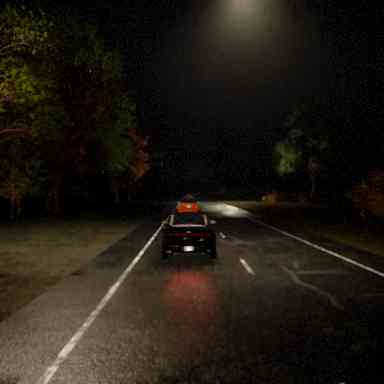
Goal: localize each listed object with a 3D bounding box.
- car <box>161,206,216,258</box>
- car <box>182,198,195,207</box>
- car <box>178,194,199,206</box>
[{"bbox_3d":[-0.121,1.509,12.759,1.837,1.490,4.892,0,0,-1],"label":"car"},{"bbox_3d":[-0.541,1.598,50.684,1.895,1.301,4.718,0,0,-1],"label":"car"},{"bbox_3d":[-0.341,1.354,32.682,2.097,1.767,4.553,0,0,-1],"label":"car"}]
